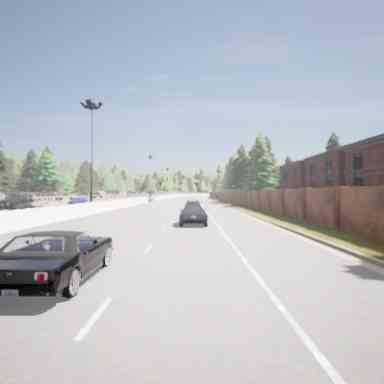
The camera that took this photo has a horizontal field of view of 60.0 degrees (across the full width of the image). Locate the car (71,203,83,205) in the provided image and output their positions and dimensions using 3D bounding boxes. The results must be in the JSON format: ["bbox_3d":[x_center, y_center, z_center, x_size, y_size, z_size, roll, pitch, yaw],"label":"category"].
[{"bbox_3d":[-17.510,1.585,51.548,1.882,1.535,5.008,0,0,0],"label":"car"}]

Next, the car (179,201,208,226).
[{"bbox_3d":[0.098,1.614,23.943,1.994,1.385,4.181,0,0,0],"label":"car"}]

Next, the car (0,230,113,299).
[{"bbox_3d":[-3.401,1.618,8.460,1.895,1.301,4.718,0,0,0],"label":"car"}]

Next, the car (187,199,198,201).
[{"bbox_3d":[0.097,1.579,41.868,2.128,1.511,4.902,0,0,0],"label":"car"}]

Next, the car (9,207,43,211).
[{"bbox_3d":[-14.090,1.660,28.577,1.895,1.301,4.718,0,0,0],"label":"car"}]
